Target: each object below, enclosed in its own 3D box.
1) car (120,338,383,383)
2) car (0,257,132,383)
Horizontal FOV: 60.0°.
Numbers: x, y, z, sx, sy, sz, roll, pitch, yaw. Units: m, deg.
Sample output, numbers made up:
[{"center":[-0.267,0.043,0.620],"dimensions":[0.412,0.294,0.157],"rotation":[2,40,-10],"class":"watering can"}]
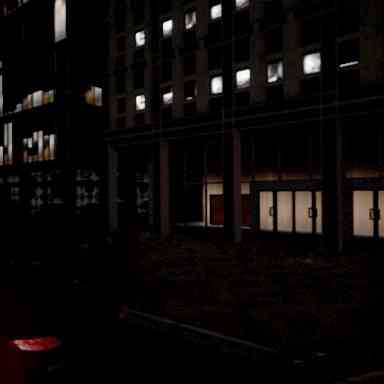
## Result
[{"center":[1.911,1.558,1.511],"dimensions":[4.313,1.339,1.947],"rotation":[-1,0,36],"class":"car"},{"center":[-2.687,1.628,4.793],"dimensions":[4.206,1.307,1.802],"rotation":[-1,0,36],"class":"car"}]
